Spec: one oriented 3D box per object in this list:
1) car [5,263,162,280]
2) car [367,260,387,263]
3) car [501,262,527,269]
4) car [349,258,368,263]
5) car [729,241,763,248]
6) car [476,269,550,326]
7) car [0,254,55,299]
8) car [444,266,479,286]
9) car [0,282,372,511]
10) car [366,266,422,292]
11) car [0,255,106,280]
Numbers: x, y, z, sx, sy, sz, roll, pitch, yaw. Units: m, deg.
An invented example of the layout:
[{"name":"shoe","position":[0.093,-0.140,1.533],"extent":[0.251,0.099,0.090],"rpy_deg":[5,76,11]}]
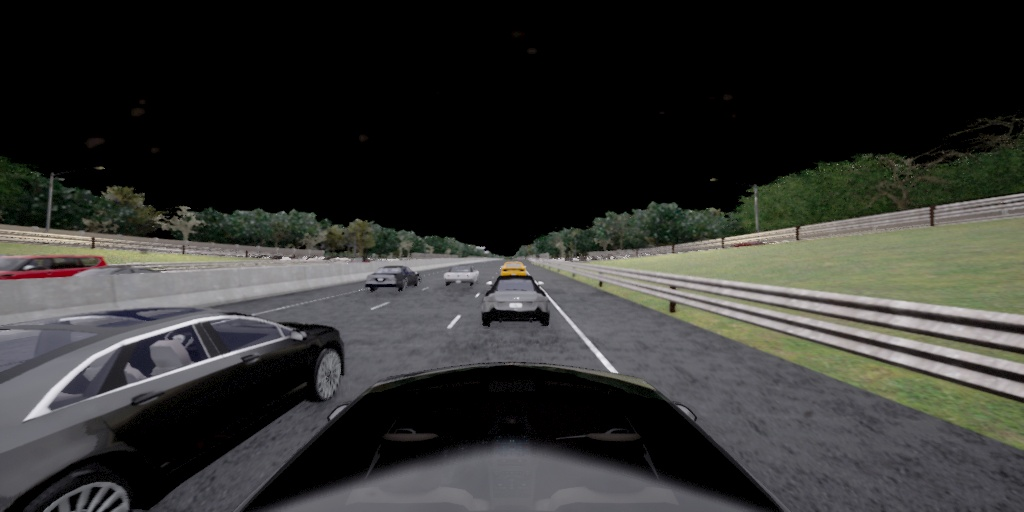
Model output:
[{"name":"car","position":[-17.589,1.209,15.678],"extent":[1.882,1.535,5.008],"rpy_deg":[0,0,0]},{"name":"car","position":[-20.995,1.263,57.532],"extent":[1.994,1.385,4.181],"rpy_deg":[0,0,1]},{"name":"car","position":[0.122,1.195,28.262],"extent":[1.882,1.535,5.008],"rpy_deg":[0,0,0]},{"name":"car","position":[-24.491,1.051,57.573],"extent":[2.097,1.767,4.553],"rpy_deg":[0,0,1]},{"name":"car","position":[31.863,-1.474,48.990],"extent":[1.812,1.442,4.674],"rpy_deg":[0,-3,-10]},{"name":"car","position":[0.105,1.301,11.698],"extent":[1.994,1.385,4.181],"rpy_deg":[0,0,0]},{"name":"car","position":[-24.589,0.953,15.665],"extent":[2.150,2.045,5.566],"rpy_deg":[0,0,0]},{"name":"car","position":[-3.382,1.322,24.880],"extent":[1.895,1.301,4.718],"rpy_deg":[0,0,0]},{"name":"car","position":[-3.406,1.241,3.440],"extent":[2.128,1.511,4.902],"rpy_deg":[0,0,0]},{"name":"car","position":[-6.887,1.273,21.284],"extent":[2.033,1.411,5.357],"rpy_deg":[0,0,0]},{"name":"car","position":[-21.090,0.953,15.664],"extent":[2.150,2.045,5.566],"rpy_deg":[0,0,0]}]
